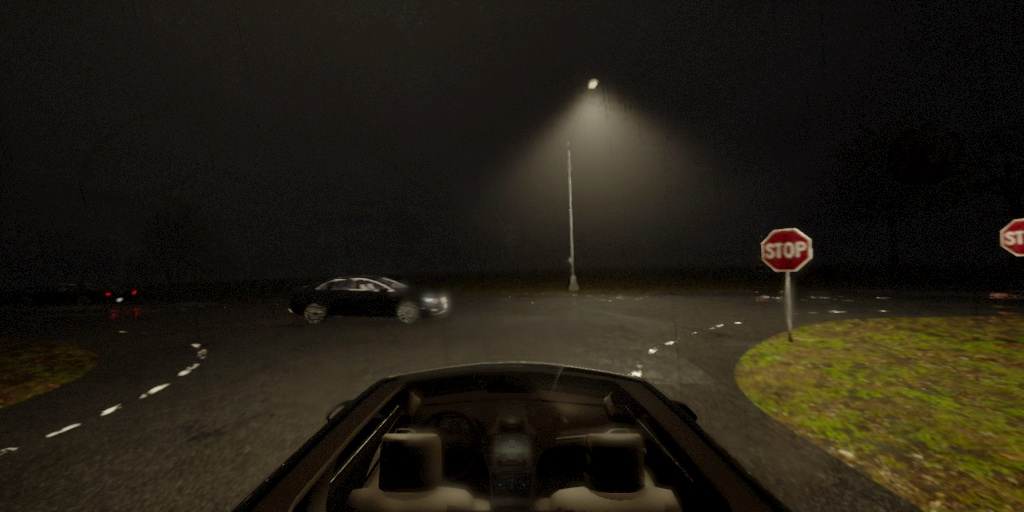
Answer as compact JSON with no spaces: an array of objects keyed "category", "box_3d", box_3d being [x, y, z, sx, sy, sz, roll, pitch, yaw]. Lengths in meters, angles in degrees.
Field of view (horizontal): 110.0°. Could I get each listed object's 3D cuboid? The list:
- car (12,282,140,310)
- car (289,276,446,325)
[{"category":"car","box_3d":[-22.846,2.055,18.872,4.718,1.301,1.895,-1,-3,0]},{"category":"car","box_3d":[-4.676,1.403,11.943,4.902,1.511,2.128,0,-2,0]}]
